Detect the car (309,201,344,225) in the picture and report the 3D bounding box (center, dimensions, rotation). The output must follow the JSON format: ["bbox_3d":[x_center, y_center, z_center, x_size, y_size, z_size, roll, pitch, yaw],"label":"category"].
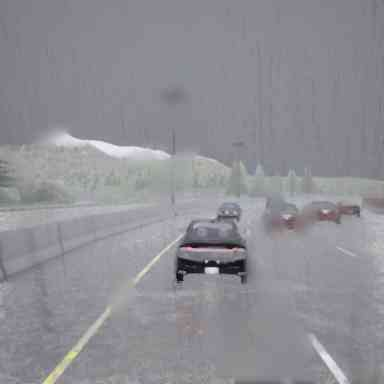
[{"bbox_3d":[9.992,1.481,25.927,2.097,1.767,4.553,0,0,11],"label":"car"}]

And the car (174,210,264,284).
[{"bbox_3d":[0.610,1.520,9.722,2.128,1.511,4.902,0,0,4],"label":"car"}]

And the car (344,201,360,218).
[{"bbox_3d":[15.269,1.657,33.028,1.882,1.535,5.008,0,0,15],"label":"car"}]

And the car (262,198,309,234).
[{"bbox_3d":[5.410,1.437,20.170,2.097,1.767,4.553,0,0,9],"label":"car"}]

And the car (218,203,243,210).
[{"bbox_3d":[3.225,1.639,28.015,2.033,1.411,5.357,0,0,12],"label":"car"}]

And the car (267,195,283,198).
[{"bbox_3d":[10.298,1.390,40.903,2.150,2.045,5.566,0,0,18],"label":"car"}]
